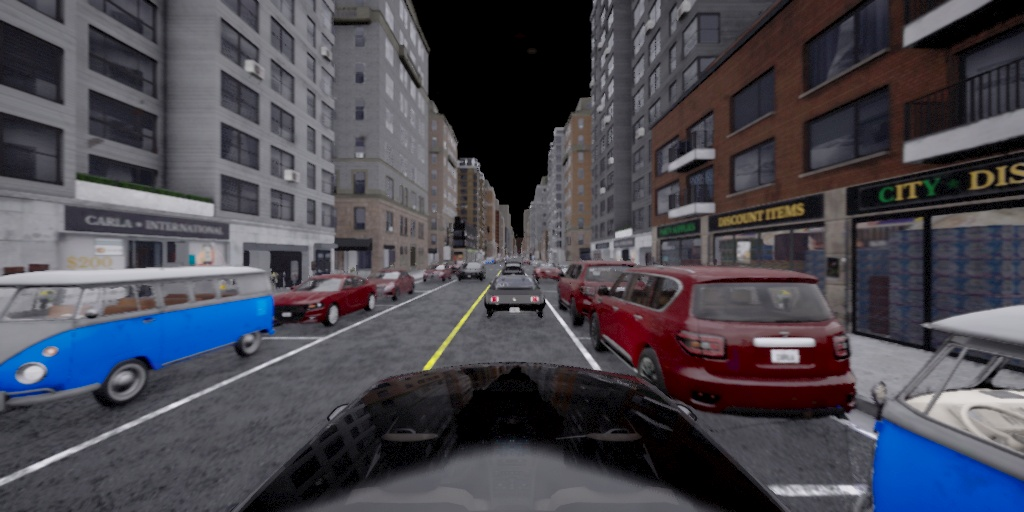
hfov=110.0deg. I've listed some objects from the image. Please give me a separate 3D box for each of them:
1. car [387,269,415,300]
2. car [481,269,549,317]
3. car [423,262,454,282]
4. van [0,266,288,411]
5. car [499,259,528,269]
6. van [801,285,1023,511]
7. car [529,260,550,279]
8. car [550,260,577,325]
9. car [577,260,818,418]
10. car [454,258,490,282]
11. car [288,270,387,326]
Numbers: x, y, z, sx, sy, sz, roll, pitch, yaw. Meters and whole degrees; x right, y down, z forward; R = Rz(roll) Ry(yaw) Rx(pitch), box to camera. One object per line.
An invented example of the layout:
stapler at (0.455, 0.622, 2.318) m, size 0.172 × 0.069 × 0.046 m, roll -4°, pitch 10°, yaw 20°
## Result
car at (-5.855, 1.300, 17.224) m, size 1.802 × 1.307 × 4.207 m, roll 0°, pitch 0°, yaw 0°
car at (0.093, 1.326, 12.996) m, size 1.895 × 1.301 × 4.718 m, roll 0°, pitch 0°, yaw 0°
car at (-5.853, 1.299, 28.529) m, size 1.802 × 1.307 × 4.207 m, roll 0°, pitch 0°, yaw 0°
van at (-5.857, 1.082, 5.915) m, size 1.690 × 1.789 × 3.998 m, roll 0°, pitch 0°, yaw 0°
car at (0.097, 1.222, 29.829) m, size 1.837 × 1.490 × 4.892 m, roll 0°, pitch 0°, yaw 0°
van at (2.668, 1.094, 0.242) m, size 1.690 × 1.789 × 3.998 m, roll 0°, pitch 0°, yaw 0°
car at (2.672, 1.157, 28.520) m, size 1.967 × 1.591 × 4.097 m, roll 0°, pitch 0°, yaw 0°
car at (2.670, 1.042, 11.556) m, size 2.192 × 1.841 × 5.009 m, roll 0°, pitch 0°, yaw 0°
car at (2.669, 1.055, 5.899) m, size 2.192 × 1.841 × 5.009 m, roll 0°, pitch 0°, yaw 0°
car at (-3.094, 1.195, 28.532) m, size 1.882 × 1.535 × 5.008 m, roll 0°, pitch 0°, yaw 0°
car at (-5.856, 1.273, 11.570) m, size 1.888 × 1.381 × 4.507 m, roll 0°, pitch 0°, yaw 0°
